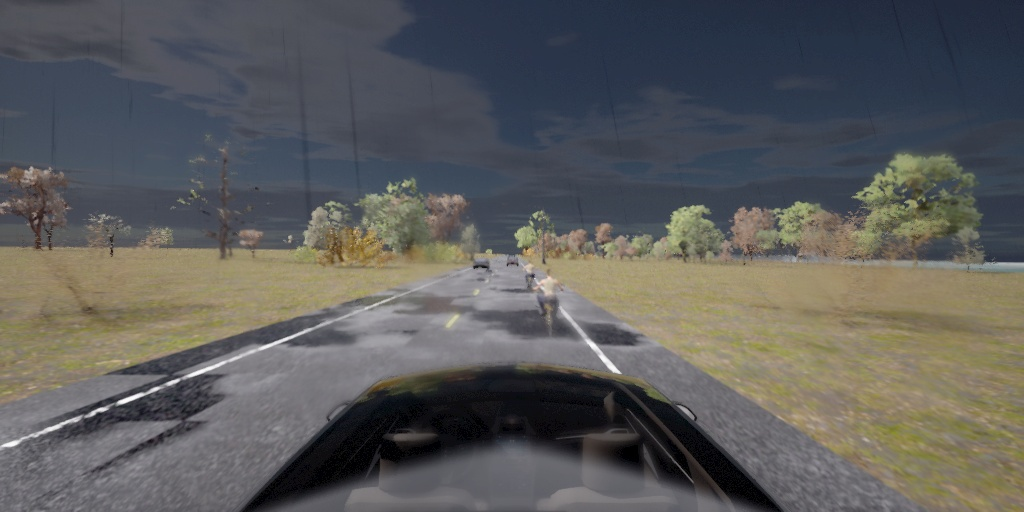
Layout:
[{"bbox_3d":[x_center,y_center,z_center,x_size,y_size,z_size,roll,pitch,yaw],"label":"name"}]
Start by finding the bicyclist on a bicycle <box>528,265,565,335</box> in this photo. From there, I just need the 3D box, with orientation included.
[{"bbox_3d":[0.955,1.115,9.219,0.866,1.612,1.509,0,0,0],"label":"bicyclist on a bicycle"}]

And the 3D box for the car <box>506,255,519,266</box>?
[{"bbox_3d":[0.095,0.781,55.449,2.033,1.411,5.357,0,1,0],"label":"car"}]

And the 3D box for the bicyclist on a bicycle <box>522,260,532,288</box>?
[{"bbox_3d":[0.970,1.019,19.231,0.866,1.612,1.509,0,1,0],"label":"bicyclist on a bicycle"}]

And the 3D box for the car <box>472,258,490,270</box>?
[{"bbox_3d":[-3.580,0.903,42.839,2.033,1.411,5.357,0,1,0],"label":"car"}]
